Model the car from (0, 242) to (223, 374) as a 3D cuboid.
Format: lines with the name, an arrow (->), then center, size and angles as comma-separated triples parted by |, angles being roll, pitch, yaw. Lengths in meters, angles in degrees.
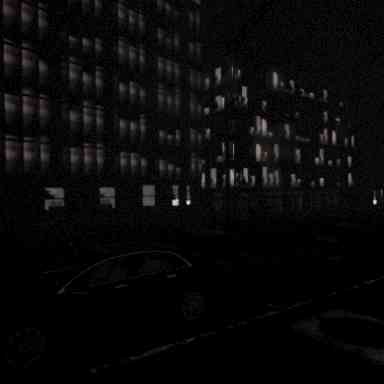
car -> -1.459, 1.572, 5.537 | 4.403, 1.369, 2.008 | 0, -1, -36
